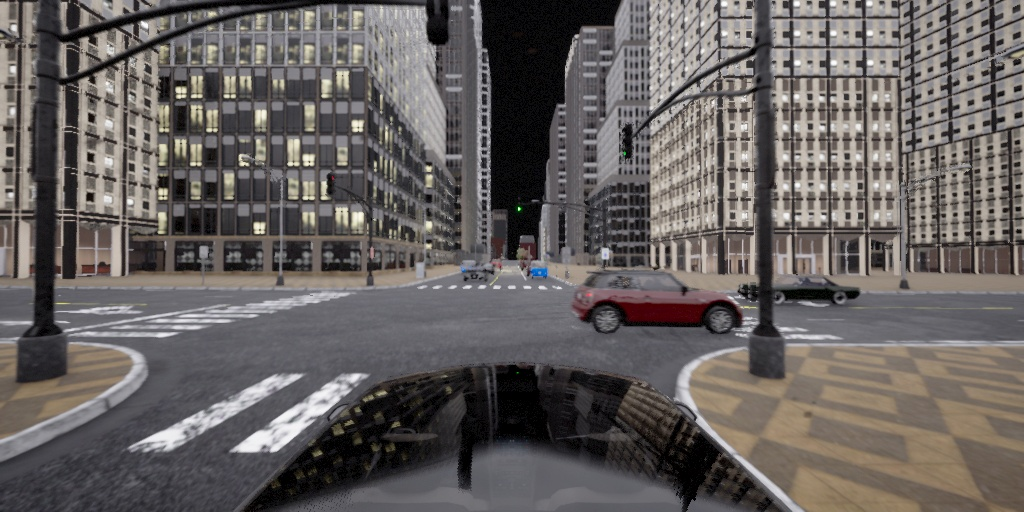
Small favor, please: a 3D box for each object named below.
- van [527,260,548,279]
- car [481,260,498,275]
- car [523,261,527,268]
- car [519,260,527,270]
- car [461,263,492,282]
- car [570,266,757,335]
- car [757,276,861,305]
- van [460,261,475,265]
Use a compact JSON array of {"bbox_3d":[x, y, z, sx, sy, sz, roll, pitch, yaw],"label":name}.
[{"bbox_3d":[2.681,1.399,36.284,1.690,1.789,3.998,0,0,0],"label":"van"},{"bbox_3d":[-3.183,1.618,45.528,1.882,1.535,5.008,0,-1,0],"label":"car"},{"bbox_3d":[2.612,1.653,41.822,1.888,1.381,4.507,0,0,0],"label":"car"},{"bbox_3d":[2.674,1.619,63.976,2.192,1.841,5.009,0,0,0],"label":"car"},{"bbox_3d":[-3.232,1.591,32.853,1.994,1.385,4.181,0,-1,0],"label":"car"},{"bbox_3d":[4.069,1.195,10.412,4.553,1.767,2.097,0,-1,-1],"label":"car"},{"bbox_3d":[13.584,1.608,17.201,4.718,1.301,1.895,0,-1,-2],"label":"car"},{"bbox_3d":[-5.770,1.497,47.391,1.690,1.789,3.998,0,0,0],"label":"van"}]
